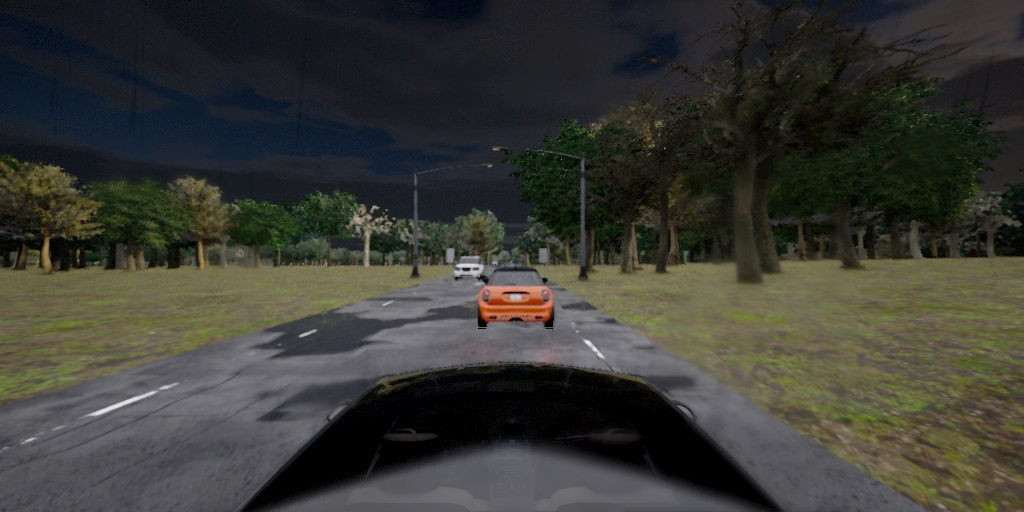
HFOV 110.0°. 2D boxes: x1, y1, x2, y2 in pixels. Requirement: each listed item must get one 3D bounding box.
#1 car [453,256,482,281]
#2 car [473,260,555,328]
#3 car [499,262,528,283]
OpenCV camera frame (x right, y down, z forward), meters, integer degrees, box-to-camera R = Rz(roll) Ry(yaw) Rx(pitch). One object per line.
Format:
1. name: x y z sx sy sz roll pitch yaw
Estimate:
1. car: -3.590 1.025 30.834 2.150 2.045 5.566 0 0 0
2. car: 0.102 1.098 11.472 2.097 1.767 4.553 0 0 0
3. car: 0.099 1.285 29.257 2.128 1.511 4.902 0 0 0
